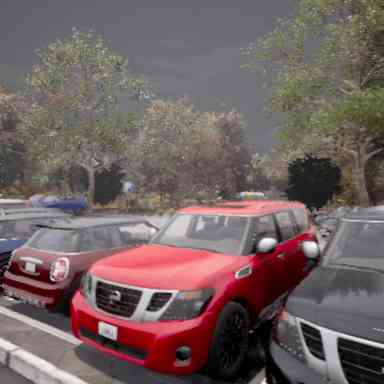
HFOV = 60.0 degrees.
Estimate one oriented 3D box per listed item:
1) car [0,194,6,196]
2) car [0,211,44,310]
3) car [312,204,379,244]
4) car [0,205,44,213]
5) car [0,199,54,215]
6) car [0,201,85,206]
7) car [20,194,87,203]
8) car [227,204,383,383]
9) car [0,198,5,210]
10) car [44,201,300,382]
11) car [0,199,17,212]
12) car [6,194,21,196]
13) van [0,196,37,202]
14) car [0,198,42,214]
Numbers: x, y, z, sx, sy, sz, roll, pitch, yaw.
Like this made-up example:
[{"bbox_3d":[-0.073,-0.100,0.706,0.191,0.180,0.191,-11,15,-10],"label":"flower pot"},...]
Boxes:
[{"bbox_3d":[-21.605,1.277,37.919,2.435,2.045,5.566,0,0,35],"label":"car"},{"bbox_3d":[-1.642,1.358,7.659,2.185,1.767,4.553,0,0,35],"label":"car"},{"bbox_3d":[7.944,1.483,16.937,2.231,1.521,4.892,0,0,35],"label":"car"},{"bbox_3d":[-3.926,1.360,9.284,2.185,1.767,4.553,0,0,35],"label":"car"},{"bbox_3d":[-17.151,1.554,34.781,2.002,1.452,4.674,0,0,35],"label":"car"},{"bbox_3d":[-6.174,1.363,10.960,2.185,1.767,4.553,0,0,35],"label":"car"},{"bbox_3d":[-12.629,1.255,31.532,2.435,2.045,5.566,0,0,35],"label":"car"},{"bbox_3d":[2.928,1.227,4.411,2.435,2.045,5.566,0,0,35],"label":"car"},{"bbox_3d":[-26.142,1.579,41.145,2.163,1.488,4.792,0,0,35],"label":"car"},{"bbox_3d":[0.644,1.229,6.036,2.435,2.045,5.566,0,0,35],"label":"car"},{"bbox_3d":[-23.839,1.567,39.578,2.163,1.488,4.792,0,0,35],"label":"car"},{"bbox_3d":[-14.798,1.258,33.074,2.435,2.045,5.566,0,0,35],"label":"car"},{"bbox_3d":[-8.544,1.266,12.465,1.878,1.987,4.442,0,0,35],"label":"van"},{"bbox_3d":[-19.321,1.521,36.321,2.097,1.535,5.008,0,0,35],"label":"car"}]
